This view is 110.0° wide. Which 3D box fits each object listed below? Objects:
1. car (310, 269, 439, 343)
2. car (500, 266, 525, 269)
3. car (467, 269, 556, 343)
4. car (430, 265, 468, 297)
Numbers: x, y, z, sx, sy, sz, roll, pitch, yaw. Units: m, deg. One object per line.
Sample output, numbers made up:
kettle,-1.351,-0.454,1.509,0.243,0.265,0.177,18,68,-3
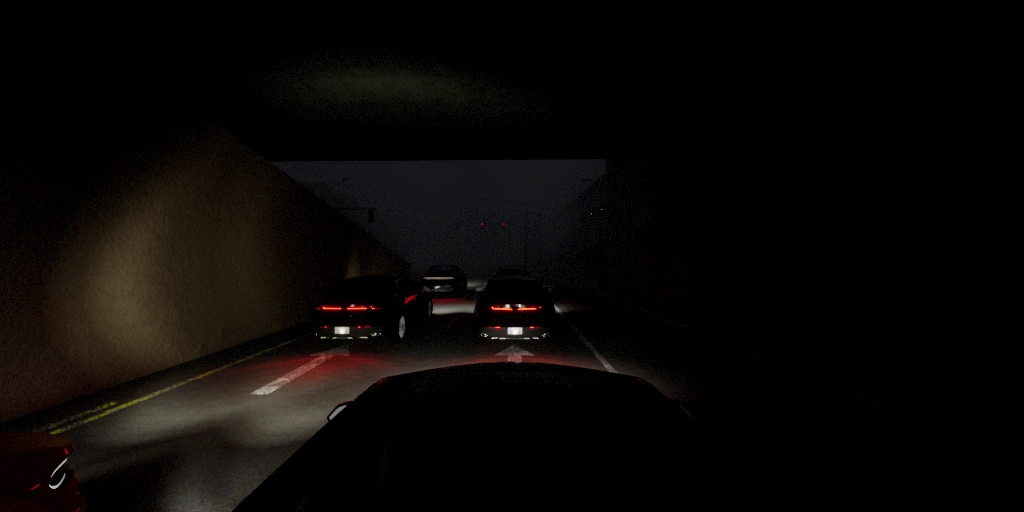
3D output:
car,-3.446,1.255,9.667,1.837,1.490,4.892,0,0,0
car,0.015,1.255,19.019,1.837,1.490,4.892,0,0,0
car,0.054,1.255,9.609,1.837,1.490,4.892,0,0,0
car,-3.481,1.242,18.984,2.128,1.511,4.902,0,0,-1
